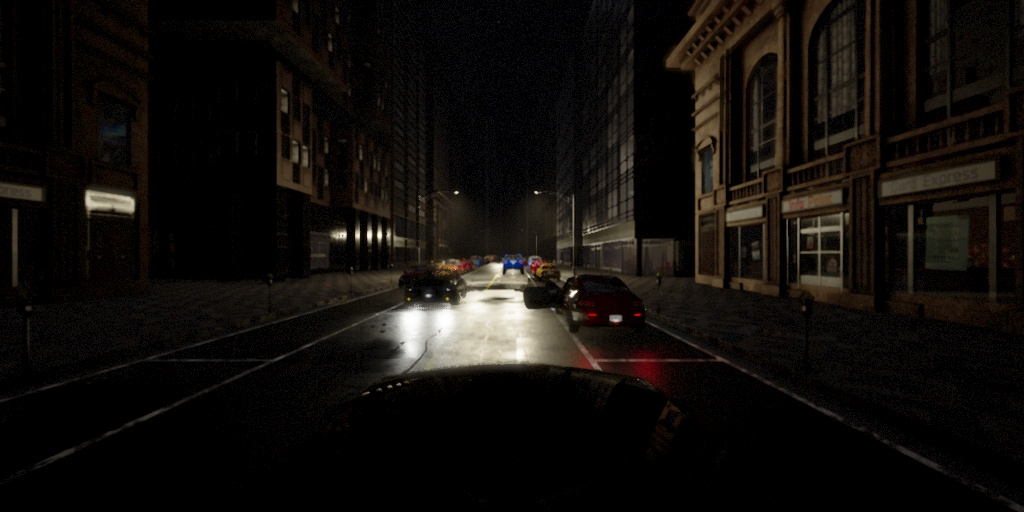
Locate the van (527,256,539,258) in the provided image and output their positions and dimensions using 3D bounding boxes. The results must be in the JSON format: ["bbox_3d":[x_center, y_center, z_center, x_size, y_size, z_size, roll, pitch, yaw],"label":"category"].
[{"bbox_3d":[2.834,0.919,44.781,1.690,1.789,3.998,0,0,0],"label":"van"}]

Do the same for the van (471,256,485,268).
[{"bbox_3d":[-5.672,0.876,55.991,1.690,1.789,3.998,0,0,0],"label":"van"}]

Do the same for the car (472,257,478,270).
[{"bbox_3d":[-5.691,1.124,44.787,1.888,1.381,4.507,0,0,0],"label":"car"}]

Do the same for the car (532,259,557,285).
[{"bbox_3d":[2.805,1.170,28.145,1.751,1.417,4.829,0,0,0],"label":"car"}]

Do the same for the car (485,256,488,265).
[{"bbox_3d":[-5.662,1.095,61.592,1.802,1.307,4.207,0,0,0],"label":"car"}]

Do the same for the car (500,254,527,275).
[{"bbox_3d":[0.128,0.820,37.512,2.150,2.045,5.566,0,-1,0],"label":"car"}]

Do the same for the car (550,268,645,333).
[{"bbox_3d":[2.364,1.240,10.448,1.812,1.442,4.674,0,0,0],"label":"car"}]

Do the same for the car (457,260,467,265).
[{"bbox_3d":[-5.711,1.063,33.583,1.967,1.591,4.097,0,0,0],"label":"car"}]

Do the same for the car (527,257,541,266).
[{"bbox_3d":[2.824,1.145,39.179,1.888,1.381,4.507,0,0,0],"label":"car"}]

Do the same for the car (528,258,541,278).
[{"bbox_3d":[2.815,1.168,33.577,1.888,1.381,4.507,0,0,0],"label":"car"}]

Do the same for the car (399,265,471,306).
[{"bbox_3d":[-3.080,1.260,15.163,1.994,1.385,4.181,0,0,0],"label":"car"}]

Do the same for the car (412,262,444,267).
[{"bbox_3d":[-5.730,1.250,22.379,1.802,1.307,4.207,0,0,0],"label":"car"}]

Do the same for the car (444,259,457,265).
[{"bbox_3d":[-5.721,1.171,27.812,1.751,1.417,4.829,0,0,0],"label":"car"}]

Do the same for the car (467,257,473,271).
[{"bbox_3d":[-5.701,1.146,39.185,1.888,1.381,4.507,0,0,0],"label":"car"}]
